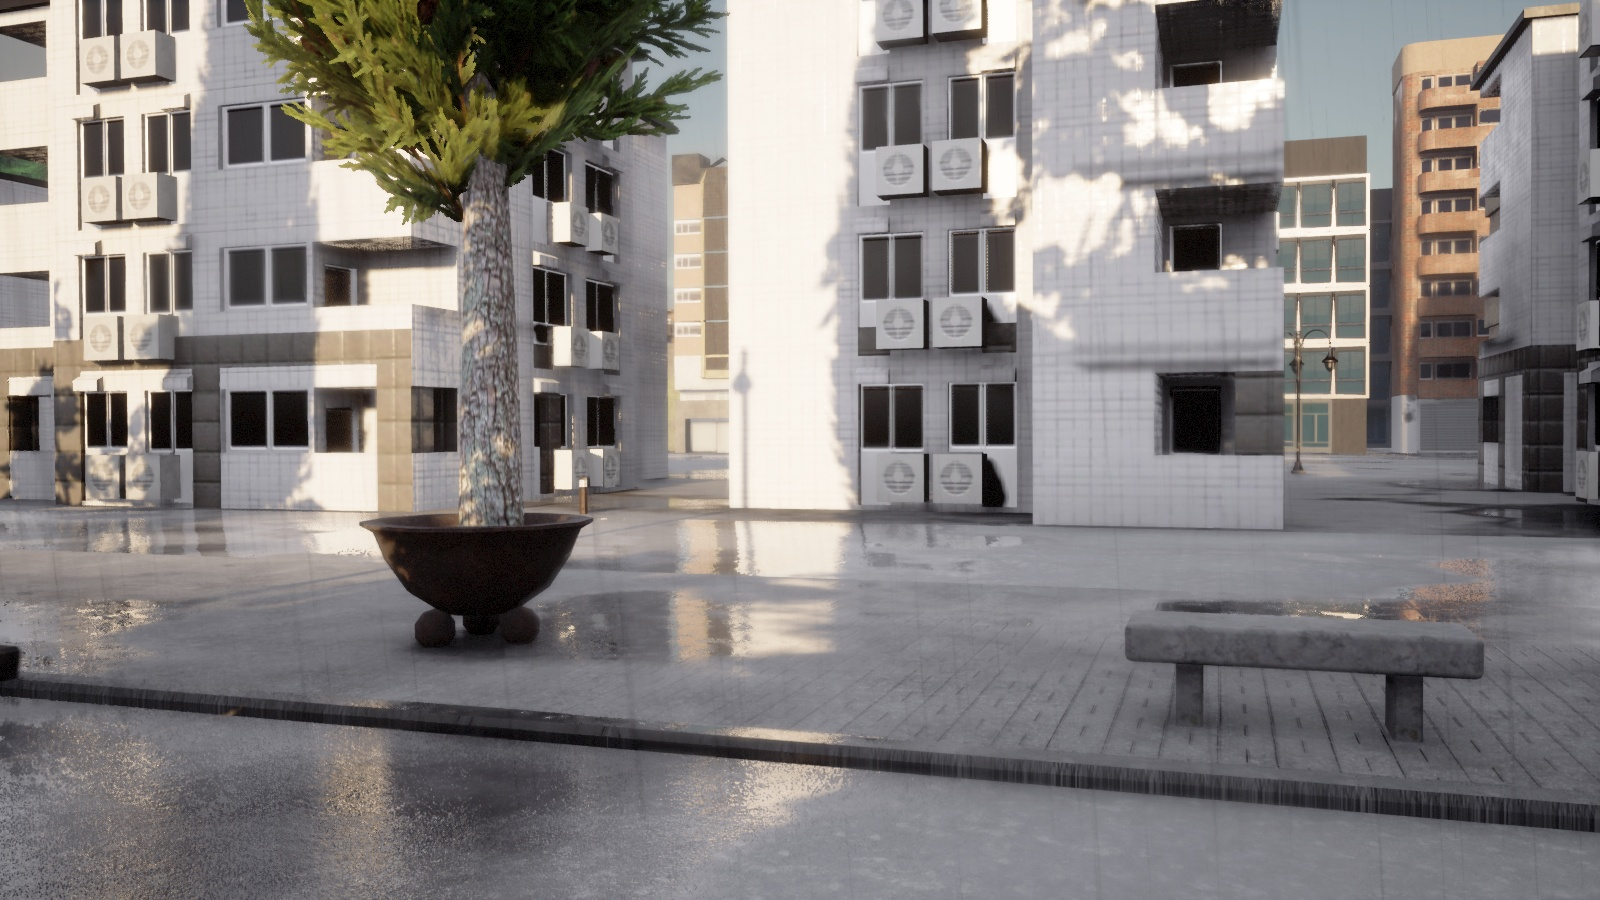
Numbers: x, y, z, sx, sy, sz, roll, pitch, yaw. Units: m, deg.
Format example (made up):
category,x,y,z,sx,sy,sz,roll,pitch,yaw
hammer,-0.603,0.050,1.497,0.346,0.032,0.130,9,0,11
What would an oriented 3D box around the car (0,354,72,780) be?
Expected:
category,x,y,z,sx,sy,sz,roll,pitch,yaw
car,-5.546,0.512,5.586,3.866,1.878,1.905,0,1,19
